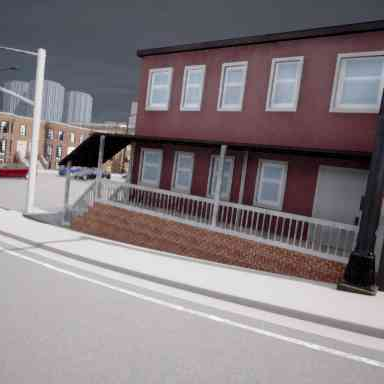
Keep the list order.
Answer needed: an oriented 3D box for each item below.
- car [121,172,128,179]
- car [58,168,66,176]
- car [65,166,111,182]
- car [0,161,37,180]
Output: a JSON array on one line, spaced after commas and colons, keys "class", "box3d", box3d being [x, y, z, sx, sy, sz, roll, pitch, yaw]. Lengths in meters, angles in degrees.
[{"class": "car", "box3d": [-8.429, -2.553, 49.946, 2.128, 1.511, 4.902, 10, 6, 36]}, {"class": "car", "box3d": [-14.306, -2.574, 41.832, 1.882, 1.535, 5.008, 10, 6, 36]}, {"class": "car", "box3d": [-11.850, -2.044, 39.322, 2.128, 1.511, 4.902, 10, 6, 35]}, {"class": "car", "box3d": [-17.365, -2.062, 31.672, 1.882, 1.535, 5.008, 10, 6, 35]}]
